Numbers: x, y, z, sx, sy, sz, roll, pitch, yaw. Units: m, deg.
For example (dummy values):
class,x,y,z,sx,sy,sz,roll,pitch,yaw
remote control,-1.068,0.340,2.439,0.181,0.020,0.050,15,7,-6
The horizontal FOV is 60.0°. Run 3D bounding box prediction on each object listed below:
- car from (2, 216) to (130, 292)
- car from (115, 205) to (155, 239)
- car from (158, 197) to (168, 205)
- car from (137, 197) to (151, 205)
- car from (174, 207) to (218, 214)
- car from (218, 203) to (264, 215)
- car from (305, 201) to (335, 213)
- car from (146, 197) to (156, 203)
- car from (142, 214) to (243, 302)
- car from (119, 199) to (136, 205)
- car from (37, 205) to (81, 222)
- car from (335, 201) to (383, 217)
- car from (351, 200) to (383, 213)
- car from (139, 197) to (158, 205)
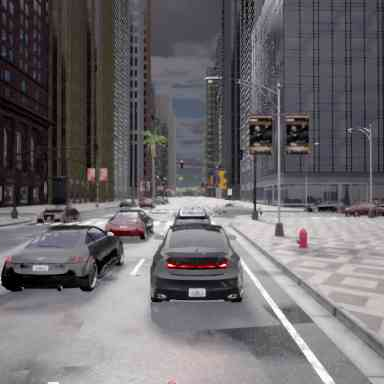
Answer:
class,x,y,z,sx,sy,sz,roll,pitch,yaw
car,-3.166,1.576,9.010,1.994,1.385,4.181,0,0,1
car,-3.170,1.601,17.409,1.994,1.385,4.181,0,0,0
car,-6.591,1.710,67.683,2.097,1.767,4.553,0,0,0
car,-9.837,1.861,68.736,2.128,1.511,4.902,0,-1,0
car,0.029,1.530,17.556,2.128,1.511,4.902,0,0,0
car,4.448,1.666,31.844,4.718,1.301,1.895,0,-1,10
car,15.140,1.661,37.797,4.313,1.339,1.947,0,0,-1
car,-9.848,2.012,80.458,1.994,1.385,4.181,0,0,0
car,0.091,1.515,8.234,1.837,1.490,4.892,0,0,0
car,-9.908,1.785,51.303,2.033,1.411,5.357,0,0,0
car,-9.880,1.635,24.946,1.994,1.385,4.181,0,0,0
car,15.281,1.576,29.274,4.206,1.307,1.802,0,0,-1
car,20.779,1.642,37.892,4.313,1.339,1.947,0,0,-1
car,-6.656,1.708,50.067,1.882,1.535,5.008,0,0,0
